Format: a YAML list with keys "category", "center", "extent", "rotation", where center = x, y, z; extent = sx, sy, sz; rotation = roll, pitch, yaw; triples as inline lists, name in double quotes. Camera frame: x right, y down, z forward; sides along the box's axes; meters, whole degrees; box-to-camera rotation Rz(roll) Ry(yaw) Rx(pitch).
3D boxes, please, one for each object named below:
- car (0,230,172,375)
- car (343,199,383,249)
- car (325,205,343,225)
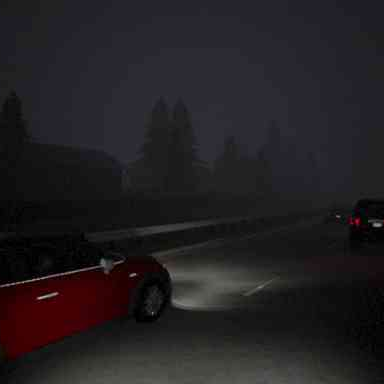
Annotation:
- category: "car"
  center: [-2.322, 1.377, 5.208]
  extent: [2.097, 1.767, 4.553]
  rotation: [0, 0, 35]
- category: "car"
  center: [8.312, 1.291, 14.317]
  extent: [2.150, 2.045, 5.566]
  rotation: [0, 0, 35]
- category: "car"
  center: [11.243, 1.679, 24.600]
  extent: [1.994, 1.385, 4.181]
  rotation: [0, 0, 35]
